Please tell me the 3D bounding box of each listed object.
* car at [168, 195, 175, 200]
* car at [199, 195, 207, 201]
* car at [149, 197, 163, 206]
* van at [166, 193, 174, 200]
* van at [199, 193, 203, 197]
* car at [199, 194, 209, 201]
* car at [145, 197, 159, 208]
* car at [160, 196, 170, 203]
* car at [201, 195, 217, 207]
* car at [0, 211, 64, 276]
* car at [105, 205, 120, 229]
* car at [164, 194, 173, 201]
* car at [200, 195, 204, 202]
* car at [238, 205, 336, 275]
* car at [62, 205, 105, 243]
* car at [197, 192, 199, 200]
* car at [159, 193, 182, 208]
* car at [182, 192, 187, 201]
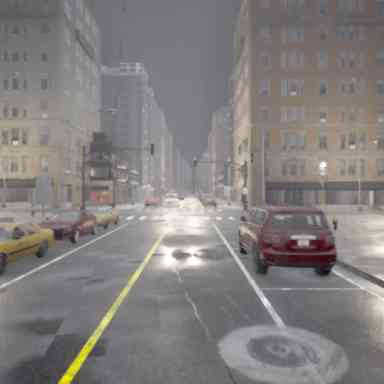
[{"bbox_3d":[-5.829,1.531,94.043,1.802,1.307,4.206,1,0,0],"label":"car"},{"bbox_3d":[2.694,1.533,82.689,1.802,1.307,4.206,1,0,0],"label":"car"},{"bbox_3d":[-5.838,1.509,54.333,1.887,1.381,4.507,1,0,0],"label":"car"},{"bbox_3d":[-5.828,1.291,88.370,1.690,1.788,3.998,1,0,0],"label":"van"},{"bbox_3d":[2.693,1.299,65.669,1.690,1.788,3.998,1,0,0],"label":"van"},{"bbox_3d":[2.689,1.542,59.996,1.802,1.307,4.206,1,0,0],"label":"car"},{"bbox_3d":[-5.839,1.512,48.660,1.887,1.381,4.507,1,0,0],"label":"car"},{"bbox_3d":[-5.834,1.538,71.352,1.802,1.307,4.206,1,0,0],"label":"car"},{"bbox_3d":[2.687,1.549,48.649,1.802,1.307,4.206,1,0,0],"label":"car"},{"bbox_3d":[-5.847,1.518,10.221,1.752,1.417,4.829,1,0,0],"label":"car"},{"bbox_3d":[-5.845,1.511,21.470,1.752,1.417,4.829,1,0,0],"label":"car"},{"bbox_3d":[-5.830,1.392,82.697,1.967,1.590,4.097,1,0,0],"label":"car"},{"bbox_3d":[2.688,1.545,54.322,1.802,1.307,4.206,1,0,0],"label":"car"},{"bbox_3d":[2.680,1.308,10.380,2.192,1.841,5.009,1,0,0],"label":"car"},{"bbox_3d":[-5.846,1.534,16.016,1.887,1.381,4.507,1,0,0],"label":"car"},{"bbox_3d":[2.694,1.270,71.342,2.192,1.841,5.009,1,0,0],"label":"car"},{"bbox_3d":[-2.989,1.294,47.852,2.150,2.045,5.566,0,2,0],"label":"car"},{"bbox_3d":[-2.981,1.178,79.855,2.150,2.045,5.566,0,0,0],"label":"car"}]
